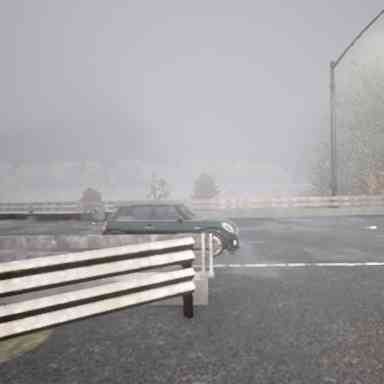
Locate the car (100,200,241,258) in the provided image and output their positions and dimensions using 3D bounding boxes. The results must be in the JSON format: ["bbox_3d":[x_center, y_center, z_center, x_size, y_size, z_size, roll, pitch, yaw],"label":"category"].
[{"bbox_3d":[-0.687,1.121,11.170,4.553,1.767,2.097,-1,1,5],"label":"car"}]
